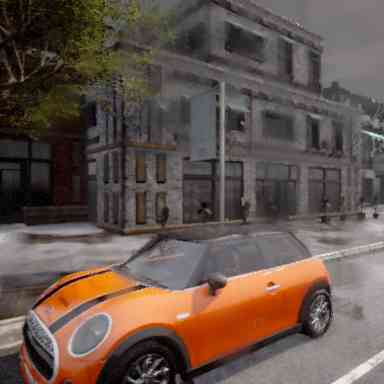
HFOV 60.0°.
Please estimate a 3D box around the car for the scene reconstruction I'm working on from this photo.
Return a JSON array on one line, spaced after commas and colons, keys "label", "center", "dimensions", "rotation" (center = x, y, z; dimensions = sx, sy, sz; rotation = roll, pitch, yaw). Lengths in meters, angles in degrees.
[{"label": "car", "center": [0.053, 1.344, 4.916], "dimensions": [4.553, 1.767, 2.097], "rotation": [0, 0, -37]}]
